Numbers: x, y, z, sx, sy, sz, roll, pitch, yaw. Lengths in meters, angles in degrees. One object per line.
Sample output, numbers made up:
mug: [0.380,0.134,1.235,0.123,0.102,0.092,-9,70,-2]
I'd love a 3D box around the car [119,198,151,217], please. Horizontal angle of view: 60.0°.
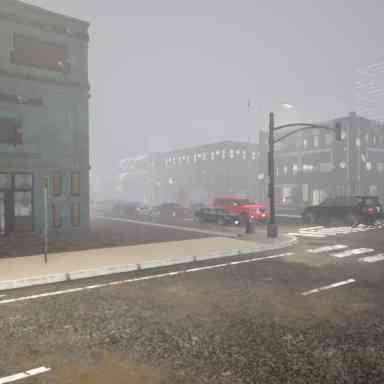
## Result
car: [-6.048,1.846,36.806,1.967,1.590,4.097,-1,0,-35]

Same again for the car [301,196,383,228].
car: [10.500,1.324,23.599,2.150,2.045,5.566,0,-1,-33]

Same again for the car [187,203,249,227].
car: [1.894,1.814,25.425,1.947,1.339,4.313,-1,0,-35]

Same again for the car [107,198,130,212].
car: [-9.438,1.975,46.100,2.128,1.511,4.902,-1,0,-35]

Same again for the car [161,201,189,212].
car: [-2.421,1.965,46.174,1.802,1.307,4.206,-2,0,-35]

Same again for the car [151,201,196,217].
car: [-2.041,1.820,35.658,1.882,1.535,5.008,-1,0,-35]

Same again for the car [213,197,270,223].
car: [3.813,1.449,27.414,2.150,2.045,5.566,-1,0,-35]

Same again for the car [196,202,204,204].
car: [0.784,1.903,41.663,1.802,1.307,4.206,-2,0,-35]

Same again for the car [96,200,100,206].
car: [-18.455,2.227,68.733,1.887,1.381,4.507,-1,0,-35]

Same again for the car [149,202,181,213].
car: [-3.579,1.991,43.346,1.895,1.301,4.718,-1,0,-35]

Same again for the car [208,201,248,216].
car: [3.990,1.809,37.151,2.008,1.369,4.403,-2,0,-35]

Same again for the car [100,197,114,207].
car: [-15.254,1.939,64.221,2.192,1.841,5.009,-1,0,-35]
